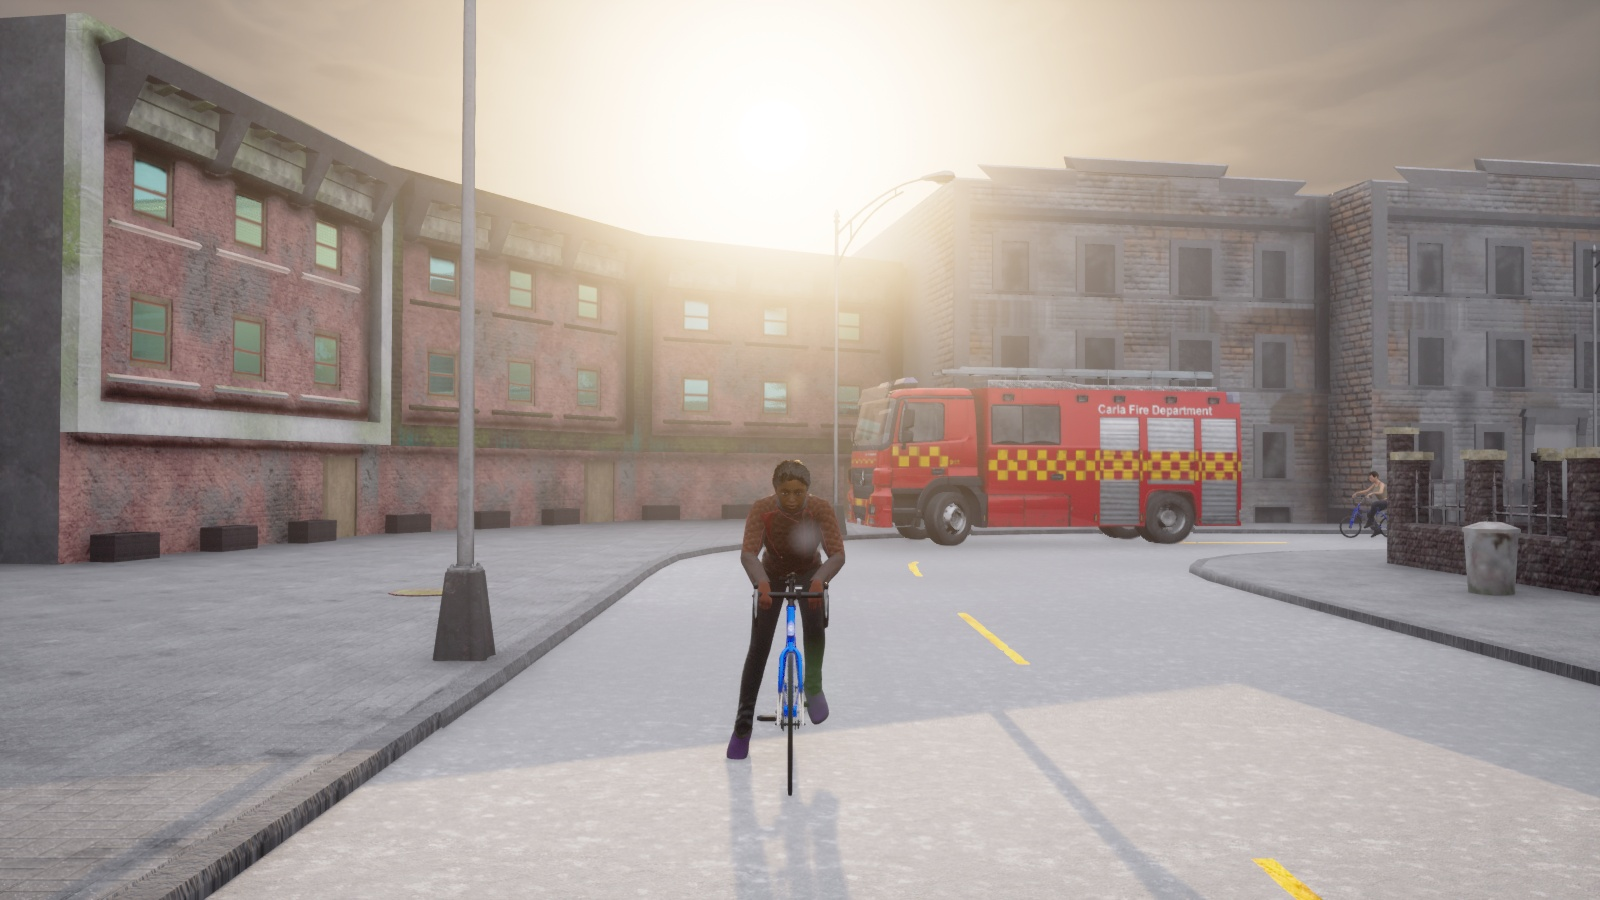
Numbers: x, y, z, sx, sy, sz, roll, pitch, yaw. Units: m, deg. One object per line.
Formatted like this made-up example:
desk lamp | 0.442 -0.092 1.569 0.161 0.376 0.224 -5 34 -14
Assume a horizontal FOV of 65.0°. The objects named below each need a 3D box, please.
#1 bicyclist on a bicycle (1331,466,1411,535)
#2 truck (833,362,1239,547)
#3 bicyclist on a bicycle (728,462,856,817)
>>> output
bicyclist on a bicycle | 13.710 1.202 30.165 1.509 1.612 0.866 0 -1 0
truck | 5.196 0.097 28.203 8.468 3.827 2.891 0 -1 -11
bicyclist on a bicycle | -0.040 0.878 6.590 0.582 1.620 1.656 0 -1 0
